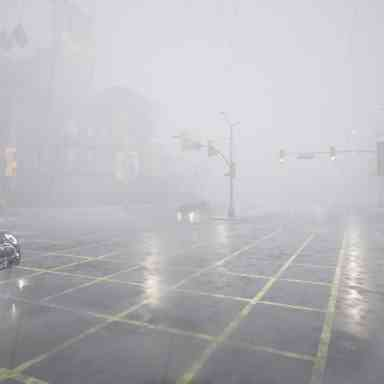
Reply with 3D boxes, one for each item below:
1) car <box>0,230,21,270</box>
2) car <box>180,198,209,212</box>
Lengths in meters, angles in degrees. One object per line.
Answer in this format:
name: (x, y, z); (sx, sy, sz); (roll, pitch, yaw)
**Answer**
car: (-7.120, 1.334, 9.494); (4.553, 1.767, 2.097); (0, 0, 25)
car: (0.388, 1.477, 39.554); (1.882, 1.535, 5.008); (0, 0, 27)
